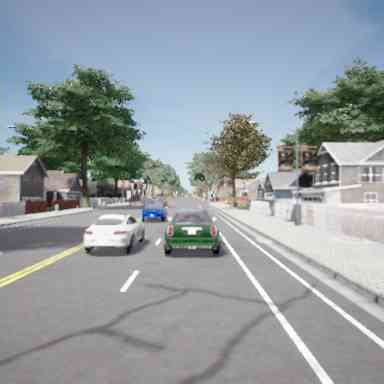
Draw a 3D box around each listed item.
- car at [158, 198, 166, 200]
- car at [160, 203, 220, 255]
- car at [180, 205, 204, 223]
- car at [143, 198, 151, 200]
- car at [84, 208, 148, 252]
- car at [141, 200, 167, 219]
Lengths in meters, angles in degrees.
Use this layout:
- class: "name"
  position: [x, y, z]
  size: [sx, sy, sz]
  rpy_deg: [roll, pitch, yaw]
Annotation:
- class: "car"
  position: [-6.489, 2.013, 71.808]
  size: [2.097, 1.767, 4.553]
  rpy_deg: [0, -1, 0]
- class: "car"
  position: [0.005, 1.481, 14.081]
  size: [2.097, 1.767, 4.553]
  rpy_deg: [0, -1, 0]
- class: "car"
  position: [0.007, 1.870, 29.113]
  size: [1.895, 1.301, 4.718]
  rpy_deg: [0, 0, 0]
- class: "car"
  position: [-9.738, 2.012, 71.808]
  size: [2.097, 1.767, 4.553]
  rpy_deg: [0, -1, 0]
- class: "car"
  position: [-3.241, 1.659, 14.380]
  size: [1.812, 1.442, 4.674]
  rpy_deg: [0, 0, 0]
- class: "car"
  position: [-3.238, 1.750, 29.476]
  size: [1.882, 1.535, 5.008]
  rpy_deg: [0, 0, 0]
